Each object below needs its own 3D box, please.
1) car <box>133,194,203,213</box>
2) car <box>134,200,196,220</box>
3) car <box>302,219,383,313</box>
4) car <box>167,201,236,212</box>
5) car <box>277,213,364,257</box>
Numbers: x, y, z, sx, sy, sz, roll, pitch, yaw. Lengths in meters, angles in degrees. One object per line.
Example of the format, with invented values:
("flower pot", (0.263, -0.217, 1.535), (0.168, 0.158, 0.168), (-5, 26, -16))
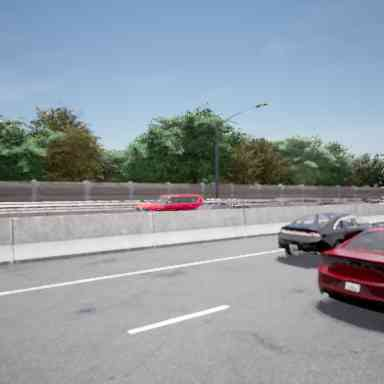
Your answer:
("car", (-1.525, 1.190, 24.296), (5.566, 2.045, 2.150), (0, 0, -35))
("car", (-2.225, 1.470, 28.066), (4.892, 1.490, 1.837), (0, 0, -35))
("car", (4.759, 1.464, 7.089), (5.008, 1.535, 1.882), (0, 0, -35))
("car", (1.359, 1.519, 22.042), (5.357, 1.411, 2.033), (0, 0, -35))
("car", (5.100, 1.473, 11.601), (4.902, 1.511, 2.128), (0, 0, -35))
